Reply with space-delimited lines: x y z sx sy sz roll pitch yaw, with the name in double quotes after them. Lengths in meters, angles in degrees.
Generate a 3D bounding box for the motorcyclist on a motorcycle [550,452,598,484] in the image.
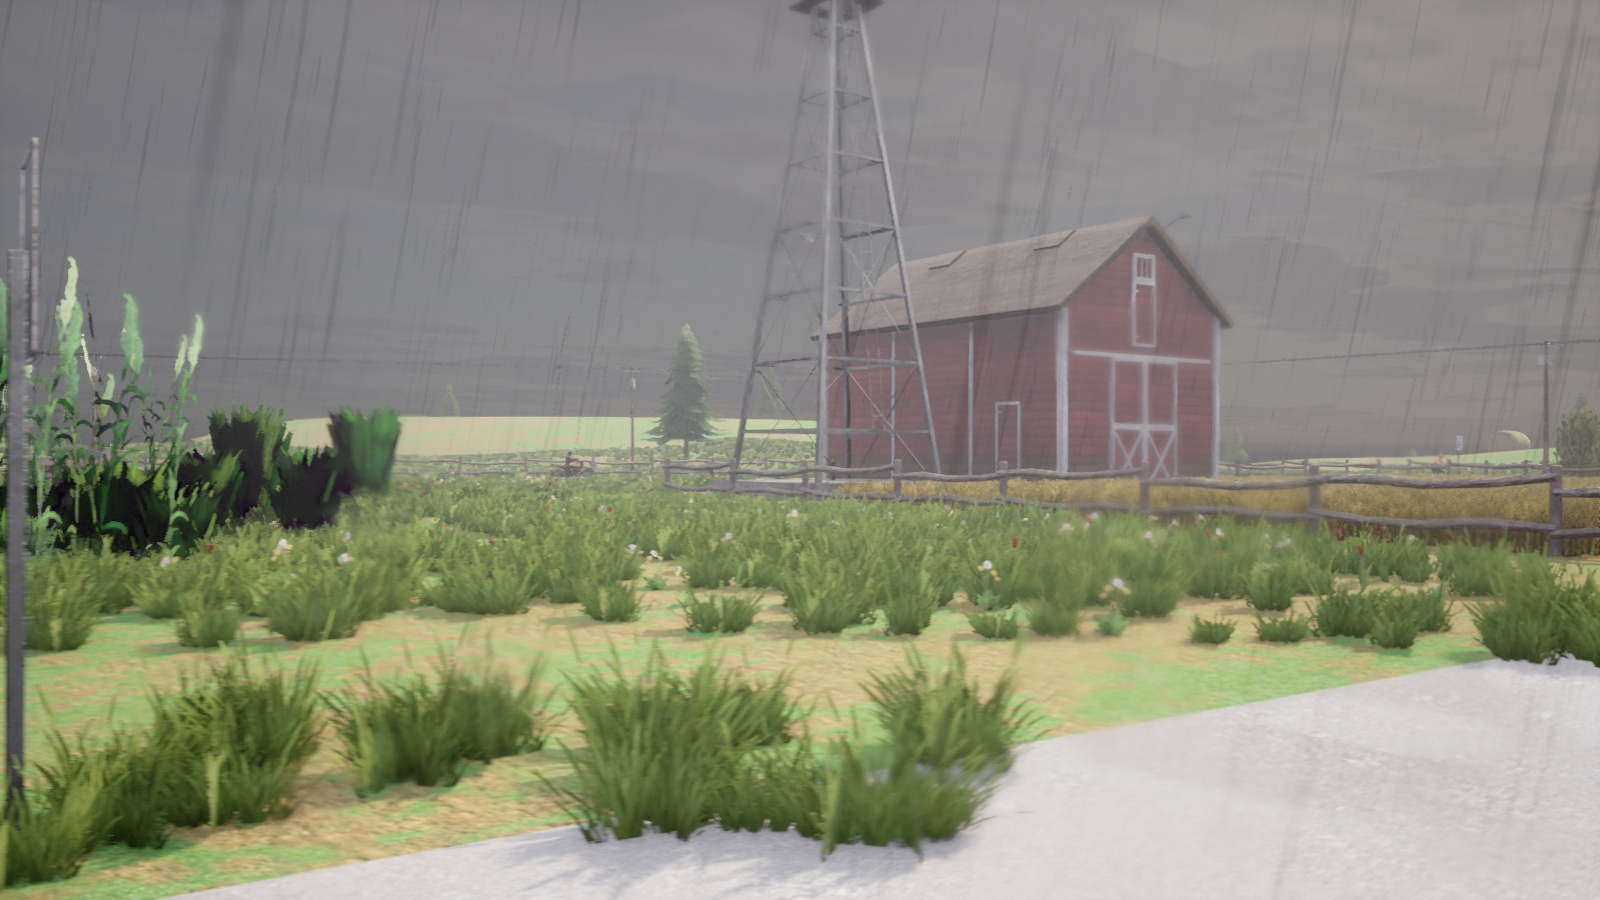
-11.652 0.920 64.767 2.350 1.649 0.766 0 0 -29 "motorcyclist on a motorcycle"

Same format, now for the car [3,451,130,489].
-32.943 0.891 56.530 4.856 1.649 2.033 0 0 -29 "car"
